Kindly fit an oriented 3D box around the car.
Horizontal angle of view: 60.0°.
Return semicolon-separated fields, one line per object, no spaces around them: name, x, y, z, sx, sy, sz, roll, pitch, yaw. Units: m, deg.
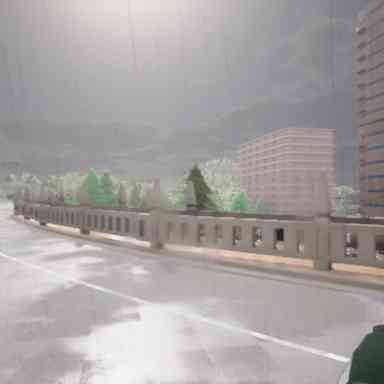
car;3.275;1.614;1.689;4.718;1.301;1.895;0;0;35
